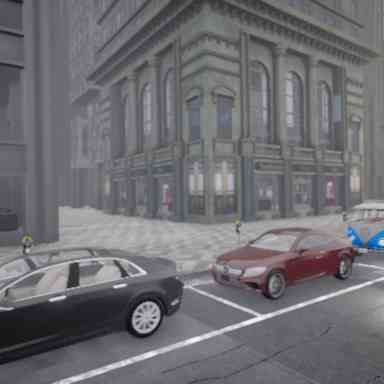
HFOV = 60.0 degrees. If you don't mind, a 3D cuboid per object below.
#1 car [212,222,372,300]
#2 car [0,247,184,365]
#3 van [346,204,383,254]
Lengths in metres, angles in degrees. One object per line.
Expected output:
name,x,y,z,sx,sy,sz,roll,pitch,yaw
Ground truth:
car,2.425,1.574,8.317,4.206,1.307,1.802,-1,0,-35
car,-2.190,1.601,5.079,4.403,1.369,2.008,-1,0,-35
van,7.035,1.276,11.556,3.998,1.788,1.690,-1,0,-35
